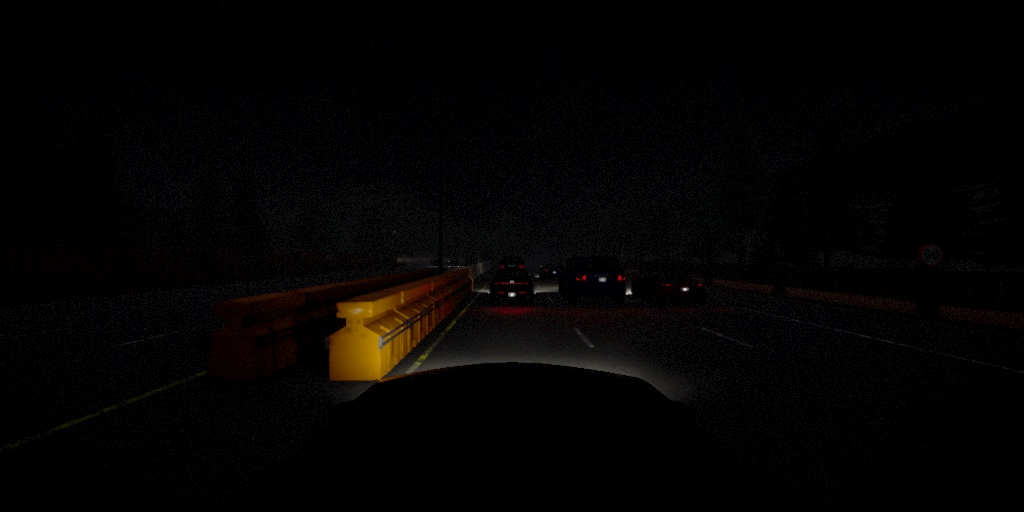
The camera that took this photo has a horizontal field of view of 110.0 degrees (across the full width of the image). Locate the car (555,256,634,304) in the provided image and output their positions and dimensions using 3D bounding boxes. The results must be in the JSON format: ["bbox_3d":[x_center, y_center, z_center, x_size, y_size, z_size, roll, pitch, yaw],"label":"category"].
[{"bbox_3d":[3.500,1.005,16.530,2.150,2.045,5.566,0,0,0],"label":"car"}]

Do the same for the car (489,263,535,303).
[{"bbox_3d":[0.000,1.264,16.500,1.837,1.490,4.892,0,0,0],"label":"car"}]

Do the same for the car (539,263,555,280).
[{"bbox_3d":[3.500,1.320,31.500,1.994,1.385,4.181,0,0,0],"label":"car"}]

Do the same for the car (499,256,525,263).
[{"bbox_3d":[0.000,1.005,31.530,2.150,2.045,5.566,0,0,0],"label":"car"}]

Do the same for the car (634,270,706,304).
[{"bbox_3d":[7.000,1.320,16.500,1.994,1.385,4.181,0,0,0],"label":"car"}]
